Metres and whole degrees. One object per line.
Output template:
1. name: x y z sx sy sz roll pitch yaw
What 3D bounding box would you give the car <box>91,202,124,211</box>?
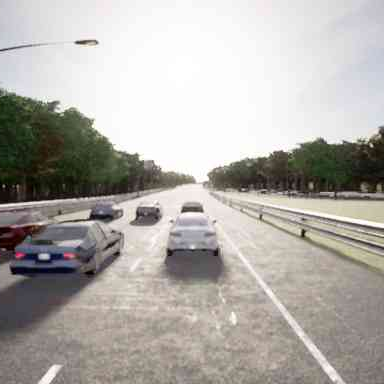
1. car: -6.964 1.505 27.566 1.994 1.385 4.181 0 1 0

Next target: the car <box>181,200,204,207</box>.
1. car: 0.045 1.409 28.693 1.882 1.535 5.008 0 1 0

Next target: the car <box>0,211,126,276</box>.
1. car: -3.477 1.571 10.376 2.033 1.411 5.357 0 0 1

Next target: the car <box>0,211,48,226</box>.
1. car: -6.949 1.496 13.671 1.882 1.535 5.008 0 0 0

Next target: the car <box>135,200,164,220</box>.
1. car: -3.465 1.432 27.493 2.128 1.511 4.902 0 0 0

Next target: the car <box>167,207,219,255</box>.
1. car: 0.047 1.544 13.224 1.812 1.442 4.674 0 0 1
